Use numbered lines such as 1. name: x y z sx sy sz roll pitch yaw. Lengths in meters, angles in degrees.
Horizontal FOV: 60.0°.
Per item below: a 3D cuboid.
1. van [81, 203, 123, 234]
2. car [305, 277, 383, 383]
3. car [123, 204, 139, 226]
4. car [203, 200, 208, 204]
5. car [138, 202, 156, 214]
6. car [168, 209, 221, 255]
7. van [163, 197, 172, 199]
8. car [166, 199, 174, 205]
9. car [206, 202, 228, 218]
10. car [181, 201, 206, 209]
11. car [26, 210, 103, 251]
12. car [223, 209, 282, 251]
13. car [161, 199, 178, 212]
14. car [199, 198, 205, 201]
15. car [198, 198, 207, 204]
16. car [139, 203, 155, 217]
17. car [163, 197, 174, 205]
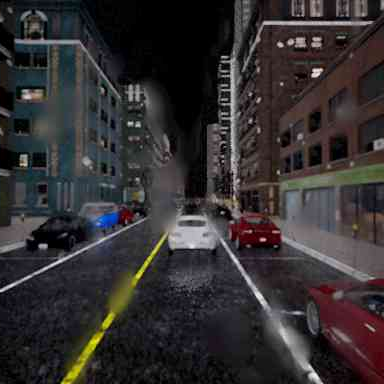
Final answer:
1. van: -5.683 1.555 20.413 1.690 1.788 3.998 0 -1 0
2. car: 2.697 1.623 3.829 1.802 1.307 4.206 0 -1 0
3. car: -5.685 1.817 25.934 1.887 1.381 4.507 0 -1 0
4. car: 2.695 2.014 42.492 1.947 1.339 4.313 0 -1 0
5. car: -5.686 2.030 42.503 1.802 1.307 4.206 0 -1 0
6. car: 0.026 1.671 13.906 1.812 1.442 4.674 0 0 1
7. van: -5.687 2.147 74.898 1.690 1.788 3.998 0 -1 0
8. car: -5.689 2.474 85.951 1.887 1.381 4.507 0 -1 0
9. car: 2.696 1.896 31.445 1.947 1.339 4.313 0 -1 0
10. car: 0.020 1.807 28.512 1.837 1.490 4.892 0 0 1
11. car: -5.684 1.722 14.887 1.947 1.339 4.313 0 -1 0
12. car: 2.697 1.701 14.876 1.887 1.381 4.507 0 -1 0
13. car: -3.024 2.046 45.587 1.994 1.385 4.181 0 -1 0
14. car: 2.692 2.387 74.895 1.802 1.307 4.206 0 -1 0
15. car: 2.692 2.370 85.952 1.967 1.590 4.097 0 -1 0
16. car: -5.686 1.955 36.980 1.947 1.339 4.313 0 -1 0
17. car: -5.687 2.183 80.426 2.192 1.841 5.009 0 -1 0
